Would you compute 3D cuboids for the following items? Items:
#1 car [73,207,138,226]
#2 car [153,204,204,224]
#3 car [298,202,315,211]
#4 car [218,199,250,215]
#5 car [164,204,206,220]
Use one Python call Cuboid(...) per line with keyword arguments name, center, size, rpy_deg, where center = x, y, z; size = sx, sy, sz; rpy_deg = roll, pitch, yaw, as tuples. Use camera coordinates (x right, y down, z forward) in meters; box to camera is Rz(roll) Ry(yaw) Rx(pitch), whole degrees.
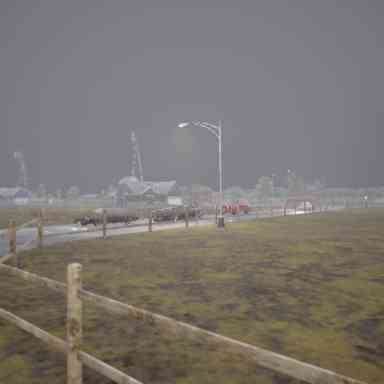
Cuboid(name="car", center=(-6.648, 1.884, 26.309), size=(2.033, 1.411, 5.357), rpy_deg=(-2, -2, 36))
Cuboid(name="car", center=(-1.129, 1.818, 27.739), size=(1.837, 1.490, 4.892), rpy_deg=(-2, -1, 36))
Cuboid(name="car", center=(19.406, 2.456, 56.360), size=(1.812, 1.442, 4.674), rpy_deg=(-2, -2, 36))
Cuboid(name="car", center=(5.568, 1.912, 43.383), size=(2.150, 2.045, 5.566), rpy_deg=(-2, -2, 36))
Cuboid(name="car", center=(-0.626, 2.013, 34.723), size=(1.837, 1.490, 4.892), rpy_deg=(-2, -2, 36))
